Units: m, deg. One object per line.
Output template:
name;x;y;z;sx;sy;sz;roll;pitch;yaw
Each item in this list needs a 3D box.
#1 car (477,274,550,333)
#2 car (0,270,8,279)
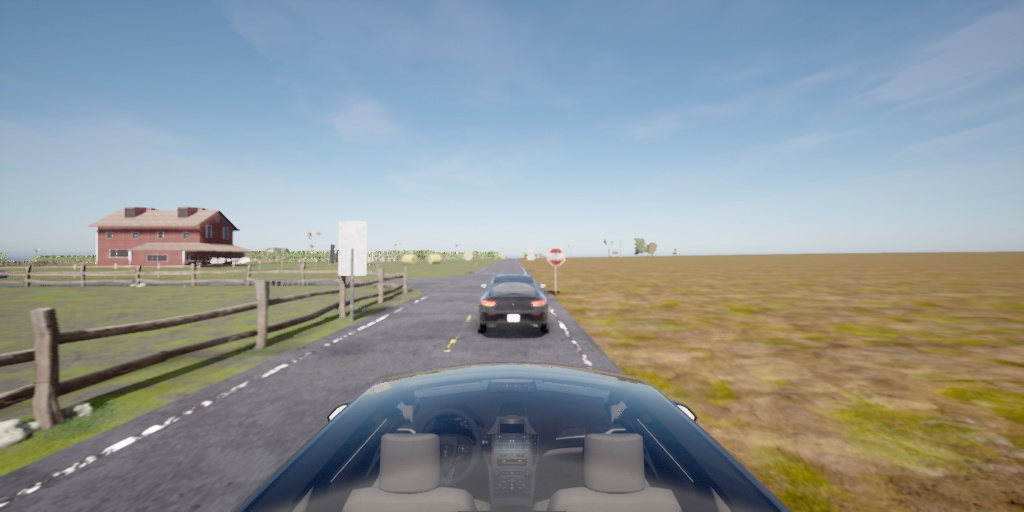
car;0.041;1.241;10.502;1.812;1.442;4.674;0;0;0
car;-44.205;1.443;28.861;5.357;1.411;2.033;0;0;1
